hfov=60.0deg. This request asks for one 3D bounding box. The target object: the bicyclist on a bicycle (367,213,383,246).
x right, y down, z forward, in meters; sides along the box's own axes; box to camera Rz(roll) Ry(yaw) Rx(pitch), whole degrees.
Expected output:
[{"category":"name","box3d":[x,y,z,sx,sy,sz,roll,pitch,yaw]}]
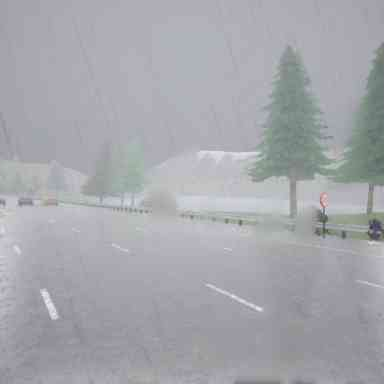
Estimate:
[{"category":"bicyclist on a bicycle","box3d":[7.905,1.726,14.387,0.582,1.656,1.620,0,-1,26]}]

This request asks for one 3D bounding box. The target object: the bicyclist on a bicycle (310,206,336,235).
[{"category":"bicyclist on a bicycle","box3d":[6.651,1.478,17.138,1.656,1.620,0.582,4,-31,-25]}]

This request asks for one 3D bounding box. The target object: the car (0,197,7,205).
[{"category":"car","box3d":[-32.451,1.526,56.119,1.812,1.442,4.674,0,0,-32]}]

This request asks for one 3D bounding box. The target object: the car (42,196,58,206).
[{"category":"car","box3d":[-23.640,1.478,55.371,1.882,1.535,5.008,0,0,-33]}]

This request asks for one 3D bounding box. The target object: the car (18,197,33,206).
[{"category":"car","box3d":[-27.542,1.491,54.965,2.128,1.511,4.902,0,0,-33]}]
